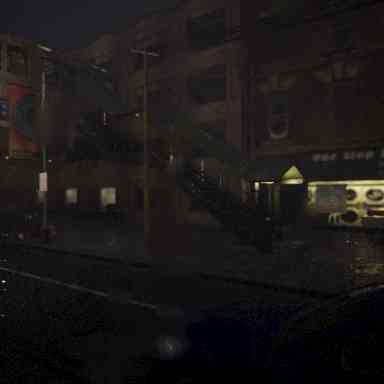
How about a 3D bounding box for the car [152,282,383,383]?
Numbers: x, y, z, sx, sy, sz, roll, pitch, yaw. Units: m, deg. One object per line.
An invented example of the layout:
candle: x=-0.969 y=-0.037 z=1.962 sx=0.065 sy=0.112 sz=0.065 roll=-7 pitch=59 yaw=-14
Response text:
car: x=1.790 y=1.522 z=2.719 sx=4.674 sy=1.442 sz=1.812 roll=-1 pitch=0 yaw=36
